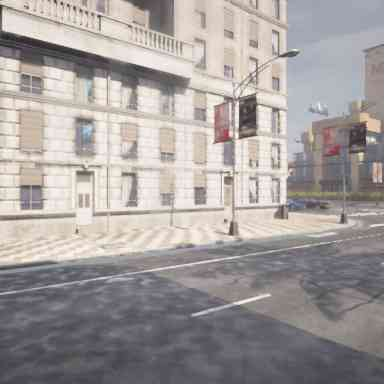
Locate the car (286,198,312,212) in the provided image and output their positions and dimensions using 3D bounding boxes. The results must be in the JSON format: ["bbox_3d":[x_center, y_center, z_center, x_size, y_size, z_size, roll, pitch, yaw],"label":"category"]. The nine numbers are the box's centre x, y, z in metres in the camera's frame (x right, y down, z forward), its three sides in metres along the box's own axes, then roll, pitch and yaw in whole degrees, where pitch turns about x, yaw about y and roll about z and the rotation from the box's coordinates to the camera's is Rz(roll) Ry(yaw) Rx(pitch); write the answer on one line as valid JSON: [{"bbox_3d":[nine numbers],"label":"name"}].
[{"bbox_3d":[11.290,1.478,39.780,1.882,1.535,5.008,0,0,-36],"label":"car"}]

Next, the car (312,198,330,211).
[{"bbox_3d":[14.577,1.478,41.231,1.882,1.535,5.008,0,0,-36],"label":"car"}]
